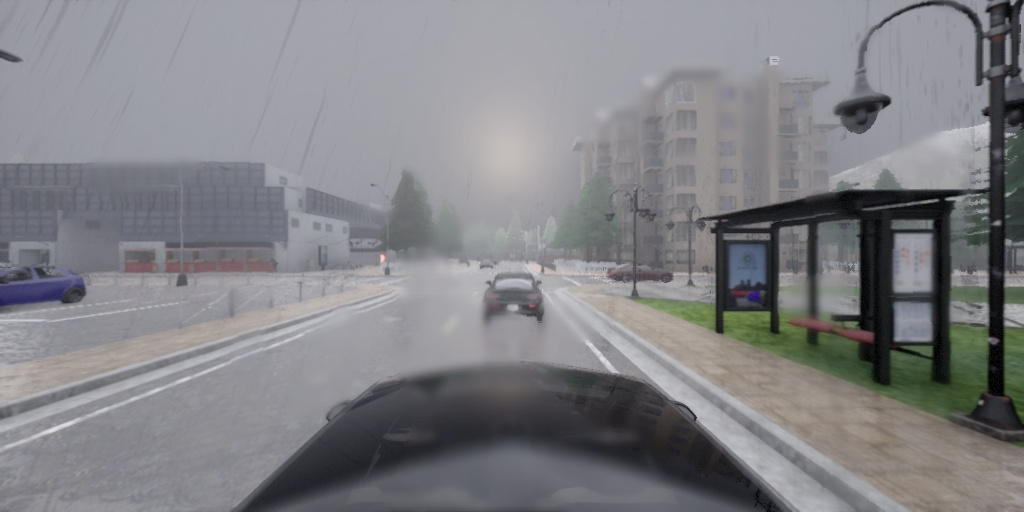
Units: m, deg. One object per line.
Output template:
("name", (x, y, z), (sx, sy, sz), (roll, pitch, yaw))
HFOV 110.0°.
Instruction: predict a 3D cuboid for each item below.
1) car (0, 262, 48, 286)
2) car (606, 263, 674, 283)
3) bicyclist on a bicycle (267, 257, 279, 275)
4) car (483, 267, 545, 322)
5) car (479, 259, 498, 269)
("car", (-37.996, 1.145, 26.327), (5.008, 1.535, 1.882), (0, 0, 1))
("car", (9.208, 1.191, 25.871), (4.674, 1.442, 1.812), (0, 0, -3))
("bicyclist on a bicycle", (-22.380, 0.947, 33.649), (0.582, 1.620, 1.656), (0, 0, 1))
("car", (0.071, 1.247, 11.958), (1.812, 1.442, 4.674), (0, 0, 0))
("car", (-3.583, 1.157, 51.523), (2.033, 1.411, 5.357), (0, 0, 0))
